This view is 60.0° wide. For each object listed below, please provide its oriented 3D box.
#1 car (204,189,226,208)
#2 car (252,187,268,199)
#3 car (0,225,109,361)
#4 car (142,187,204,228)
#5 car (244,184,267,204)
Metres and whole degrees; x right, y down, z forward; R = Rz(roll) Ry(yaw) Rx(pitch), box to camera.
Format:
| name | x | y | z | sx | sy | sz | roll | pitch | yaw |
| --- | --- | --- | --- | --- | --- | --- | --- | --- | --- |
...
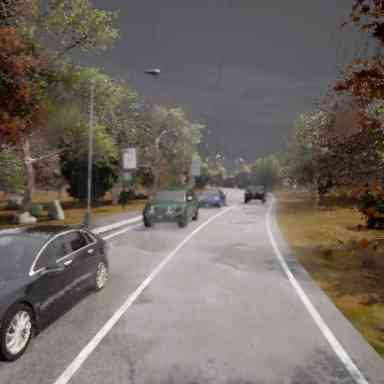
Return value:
| name | x | y | z | sx | sy | sz | roll | pitch | yaw |
| --- | --- | --- | --- | --- | --- | --- | --- | --- | --- |
| car | 1.902 | 0.502 | 31.313 | 2.097 | 1.767 | 4.553 | 0 | 2 | 15 |
| car | 9.720 | 0.063 | 47.409 | 2.128 | 1.511 | 4.902 | 0 | 2 | 12 |
| car | -3.018 | 1.431 | 5.959 | 1.837 | 1.490 | 4.892 | 0 | 1 | 6 |
| car | -1.019 | 0.786 | 18.969 | 2.150 | 2.045 | 5.566 | 0 | 2 | 12 |
| car | 7.059 | 0.148 | 36.910 | 2.150 | 2.045 | 5.566 | 0 | 2 | 15 |
